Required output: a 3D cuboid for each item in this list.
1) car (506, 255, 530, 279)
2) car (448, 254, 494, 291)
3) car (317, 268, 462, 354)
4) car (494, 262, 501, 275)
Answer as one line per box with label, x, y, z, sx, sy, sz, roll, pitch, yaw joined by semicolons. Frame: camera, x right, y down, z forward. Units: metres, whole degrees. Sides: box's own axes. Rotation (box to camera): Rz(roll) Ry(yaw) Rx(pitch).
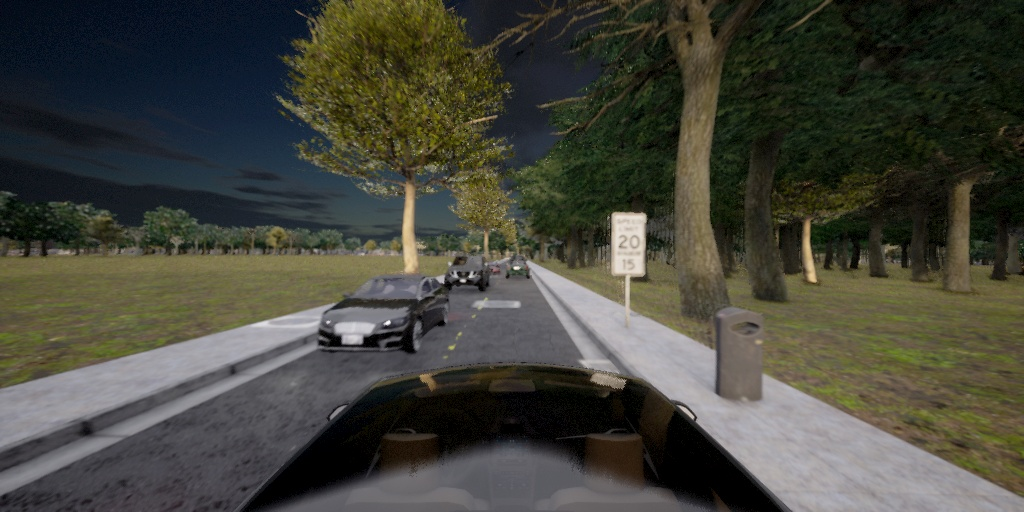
car;0.537;1.089;32.960;2.097;1.767;4.553;1;0;1
car;-2.540;0.929;21.709;2.150;2.045;5.566;1;0;1
car;-2.762;1.204;8.765;2.128;1.511;4.902;1;0;1
car;-2.200;1.289;38.038;1.994;1.385;4.181;1;0;1
